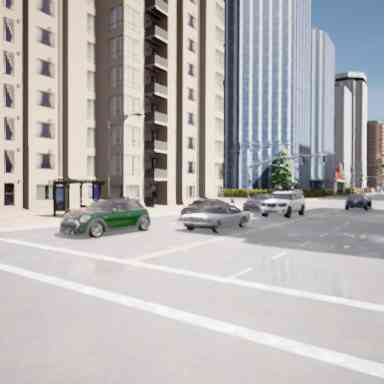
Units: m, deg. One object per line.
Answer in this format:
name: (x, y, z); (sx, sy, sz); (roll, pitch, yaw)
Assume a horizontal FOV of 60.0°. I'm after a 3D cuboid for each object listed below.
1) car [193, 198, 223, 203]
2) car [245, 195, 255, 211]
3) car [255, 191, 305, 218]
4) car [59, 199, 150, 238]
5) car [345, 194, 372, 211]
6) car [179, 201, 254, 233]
car: (1.029, 1.242, 24.025); (1.837, 1.490, 4.892); (1, 1, 35)
car: (6.629, 1.016, 32.040); (2.097, 1.767, 4.553); (1, 1, 35)
car: (7.521, 0.949, 27.214); (2.150, 2.045, 5.566); (1, 1, 35)
car: (-4.216, 1.157, 16.576); (2.097, 1.767, 4.553); (1, 1, 36)
car: (17.892, 1.022, 35.705); (2.097, 1.767, 4.553); (1, 1, 35)
car: (1.436, 1.408, 18.485); (1.895, 1.301, 4.718); (1, 1, 35)
